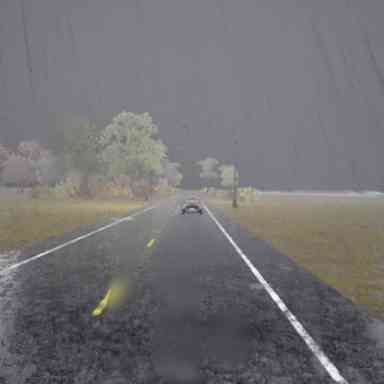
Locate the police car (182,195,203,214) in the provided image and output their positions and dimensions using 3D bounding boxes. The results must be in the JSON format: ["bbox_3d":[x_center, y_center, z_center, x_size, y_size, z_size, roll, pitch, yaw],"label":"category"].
[{"bbox_3d":[0.016,1.381,32.525,2.038,1.542,4.974,0,0,0],"label":"police car"}]

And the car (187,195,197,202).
[{"bbox_3d":[0.014,1.312,65.232,1.895,1.301,4.718,0,0,0],"label":"car"}]
